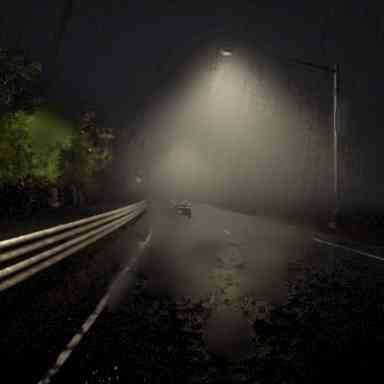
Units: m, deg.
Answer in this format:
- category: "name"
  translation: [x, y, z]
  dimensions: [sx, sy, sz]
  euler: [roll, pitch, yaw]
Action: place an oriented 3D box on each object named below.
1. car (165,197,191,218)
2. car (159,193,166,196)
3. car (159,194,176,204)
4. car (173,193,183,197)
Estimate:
- category: "car"
  translation: [-1.160, 1.488, 29.982]
  dimensions: [2.128, 1.511, 4.902]
  euler: [0, 0, -5]
- category: "car"
  translation: [-7.675, 1.172, 88.510]
  dimensions: [2.150, 2.045, 5.566]
  euler: [0, 0, -6]
- category: "car"
  translation: [-4.517, 1.540, 61.429]
  dimensions: [1.994, 1.385, 4.181]
  euler: [0, 0, -6]
- category: "car"
  translation: [-3.072, 1.466, 78.943]
  dimensions: [1.812, 1.442, 4.674]
  euler: [0, 0, -6]
